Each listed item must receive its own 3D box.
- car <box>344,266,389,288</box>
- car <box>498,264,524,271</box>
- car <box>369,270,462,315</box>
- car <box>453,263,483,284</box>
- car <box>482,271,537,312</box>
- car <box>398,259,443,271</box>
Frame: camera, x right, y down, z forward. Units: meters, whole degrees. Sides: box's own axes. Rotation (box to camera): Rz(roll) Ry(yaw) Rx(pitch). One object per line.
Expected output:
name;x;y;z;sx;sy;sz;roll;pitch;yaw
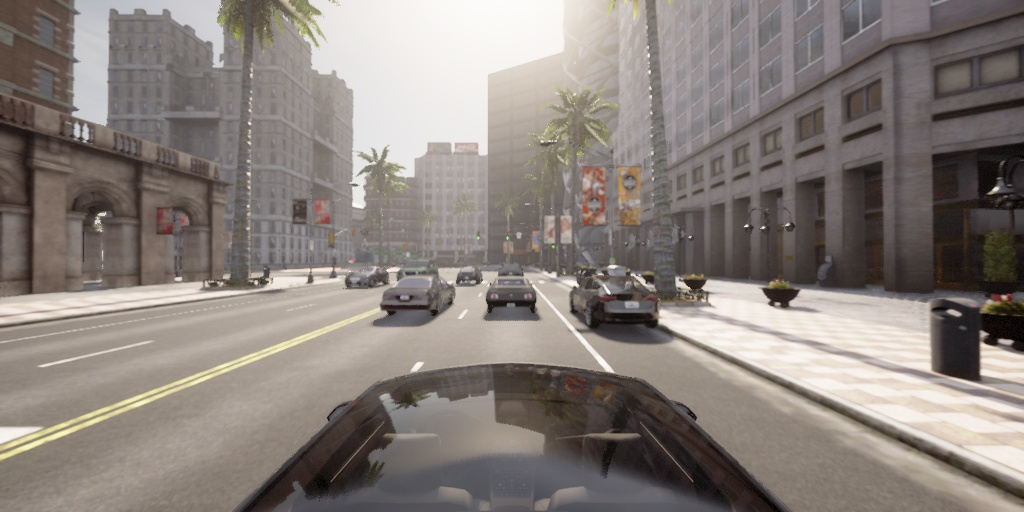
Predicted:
car;-10.599;1.516;26.567;2.128;1.511;4.902;0;-1;0
car;-0.077;1.414;30.200;2.097;1.767;4.553;0;-1;0
car;-3.524;1.436;14.274;2.033;1.411;5.357;0;-1;0
car;-3.576;1.593;30.656;1.812;1.442;4.674;0;0;0
car;-0.021;1.497;15.020;1.895;1.301;4.718;0;-1;0
car;-7.094;1.260;27.553;2.150;2.045;5.566;0;-1;0
